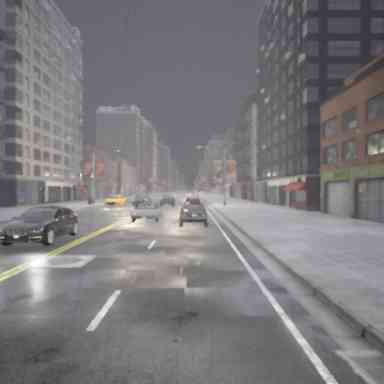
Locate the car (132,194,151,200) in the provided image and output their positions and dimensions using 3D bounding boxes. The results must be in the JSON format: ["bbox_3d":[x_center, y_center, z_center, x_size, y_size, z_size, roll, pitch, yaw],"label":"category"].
[{"bbox_3d":[-6.526,0.996,43.605,2.097,1.767,4.553,0,1,1],"label":"car"}]

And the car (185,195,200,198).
[{"bbox_3d":[0.099,1.107,45.520,1.882,1.535,5.008,0,1,0],"label":"car"}]

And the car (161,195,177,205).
[{"bbox_3d":[-3.152,1.145,44.409,1.837,1.490,4.892,0,1,0],"label":"car"}]

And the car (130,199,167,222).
[{"bbox_3d":[-3.151,1.403,24.121,1.895,1.301,4.718,0,0,0],"label":"car"}]

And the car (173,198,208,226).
[{"bbox_3d":[0.102,1.370,21.679,2.033,1.411,5.357,0,0,0],"label":"car"}]

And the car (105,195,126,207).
[{"bbox_3d":[-9.783,1.130,42.736,1.882,1.535,5.008,0,0,0],"label":"car"}]

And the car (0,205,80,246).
[{"bbox_3d":[-6.500,1.384,14.720,1.837,1.490,4.892,0,0,0],"label":"car"}]
